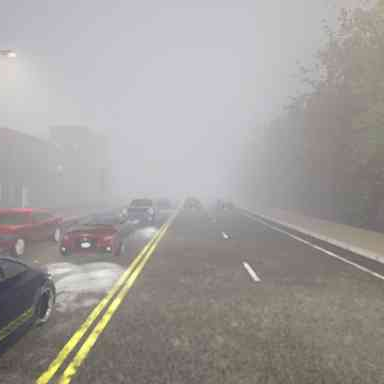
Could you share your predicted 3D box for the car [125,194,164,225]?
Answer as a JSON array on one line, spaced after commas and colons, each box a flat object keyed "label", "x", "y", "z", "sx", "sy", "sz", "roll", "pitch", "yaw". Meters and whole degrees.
[{"label": "car", "x": -3.351, "y": 1.193, "z": 22.540, "sx": 2.097, "sy": 1.767, "sz": 4.553, "roll": 0, "pitch": 0, "yaw": 0}]

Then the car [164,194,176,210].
[{"label": "car", "x": -3.273, "y": 1.292, "z": 38.168, "sx": 1.994, "sy": 1.385, "sz": 4.181, "roll": 0, "pitch": 0, "yaw": 0}]

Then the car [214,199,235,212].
[{"label": "car", "x": 3.332, "y": 1.352, "z": 34.876, "sx": 1.895, "sy": 1.301, "sz": 4.718, "roll": 0, "pitch": 0, "yaw": 0}]

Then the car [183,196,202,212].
[{"label": "car", "x": 0.078, "y": 1.351, "z": 35.072, "sx": 1.895, "sy": 1.301, "sz": 4.718, "roll": 0, "pitch": 0, "yaw": 0}]

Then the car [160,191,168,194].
[{"label": "car", "x": -6.539, "y": 0.565, "z": 77.649, "sx": 1.882, "sy": 1.535, "sz": 5.008, "roll": 0, "pitch": 0, "yaw": 0}]

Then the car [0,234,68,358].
[{"label": "car", "x": -3.353, "y": 1.534, "z": 4.115, "sx": 1.994, "sy": 1.385, "sz": 4.181, "roll": 0, "pitch": 0, "yaw": 0}]

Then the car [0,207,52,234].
[{"label": "car", "x": -6.604, "y": 1.387, "z": 12.631, "sx": 1.882, "sy": 1.535, "sz": 5.008, "roll": 0, "pitch": 0, "yaw": 0}]

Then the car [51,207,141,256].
[{"label": "car", "x": -3.357, "y": 1.474, "z": 12.511, "sx": 1.994, "sy": 1.385, "sz": 4.181, "roll": 0, "pitch": 0, "yaw": 0}]

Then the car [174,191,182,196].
[{"label": "car", "x": -3.289, "y": 0.612, "z": 77.651, "sx": 1.812, "sy": 1.442, "sz": 4.674, "roll": 0, "pitch": 0, "yaw": 0}]
